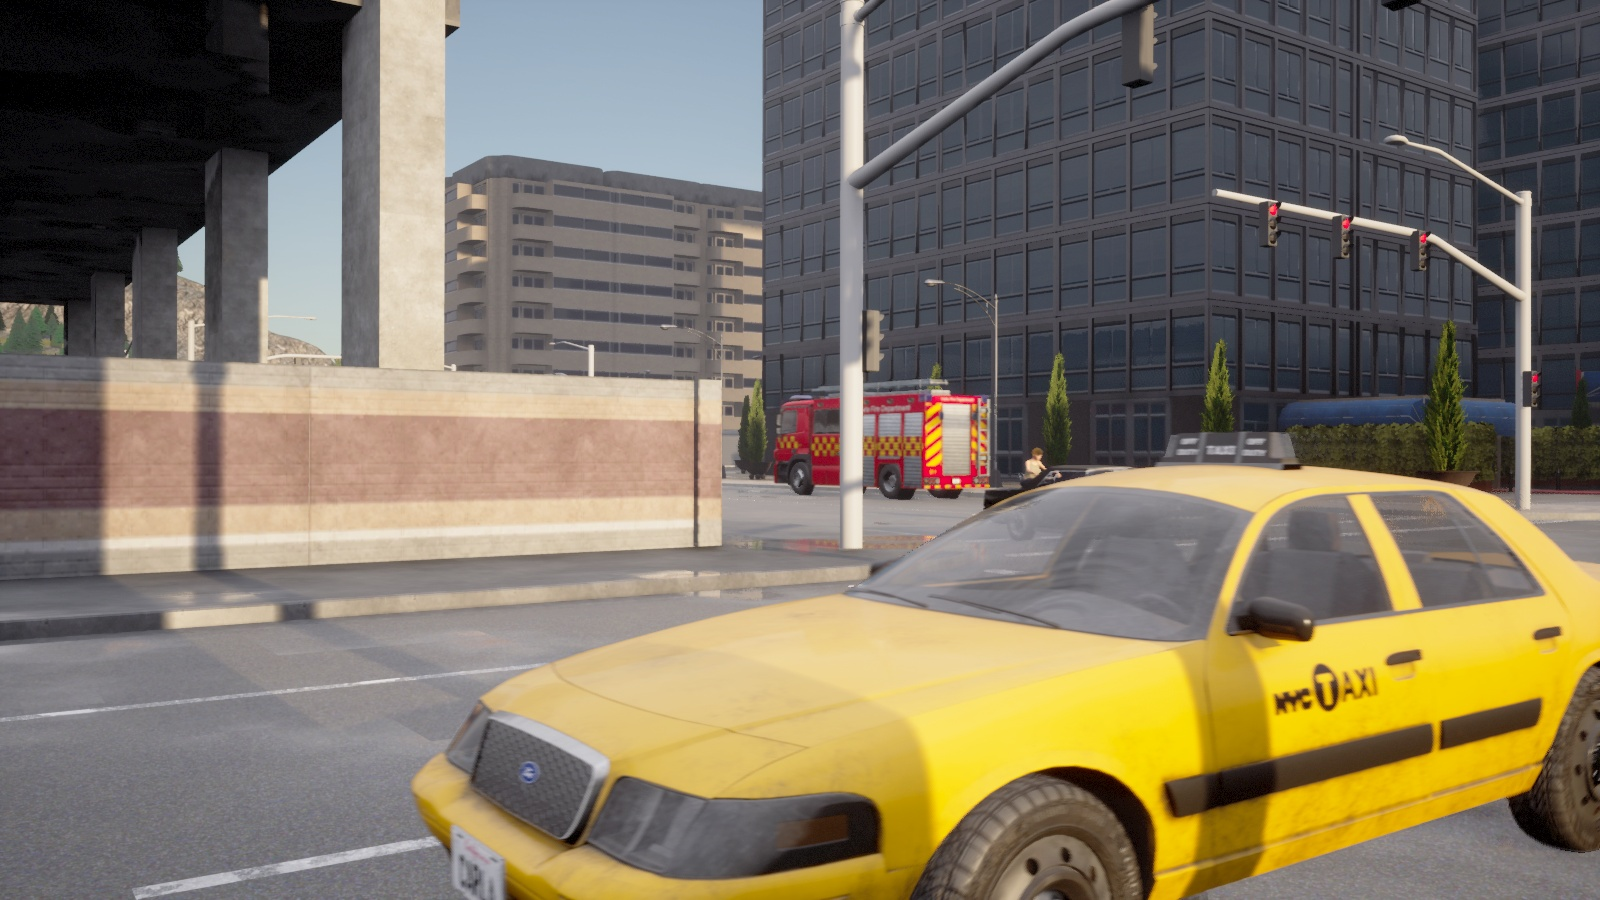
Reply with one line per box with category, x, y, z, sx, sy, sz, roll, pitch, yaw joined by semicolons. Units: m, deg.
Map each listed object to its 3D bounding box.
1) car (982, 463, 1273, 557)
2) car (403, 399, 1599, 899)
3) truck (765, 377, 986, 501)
car;5.153;0.884;20.507;1.895;1.301;4.718;0;0;-28
car;1.483;0.692;4.700;5.366;1.575;1.801;0;0;-35
truck;2.372;-0.319;43.132;2.891;3.827;8.468;0;0;-36
